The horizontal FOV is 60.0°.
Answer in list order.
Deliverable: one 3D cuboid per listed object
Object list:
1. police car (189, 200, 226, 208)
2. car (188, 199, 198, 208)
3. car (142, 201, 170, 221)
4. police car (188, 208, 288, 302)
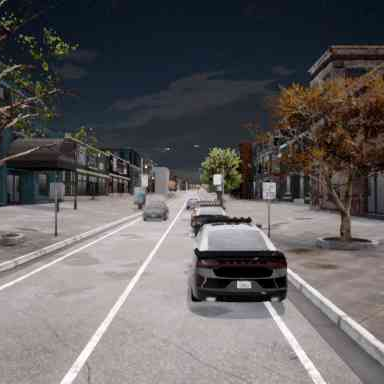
[{"bbox_3d":[0.969,1.462,18.465,1.930,1.638,5.238,0,0,0],"label":"police car"},{"bbox_3d":[0.991,1.400,24.325,2.097,1.767,4.553,0,0,0],"label":"car"},{"bbox_3d":[-2.897,1.560,27.479,1.837,1.490,4.892,0,0,0],"label":"car"},{"bbox_3d":[0.931,1.441,8.465,1.930,1.638,5.238,0,0,0],"label":"police car"}]
